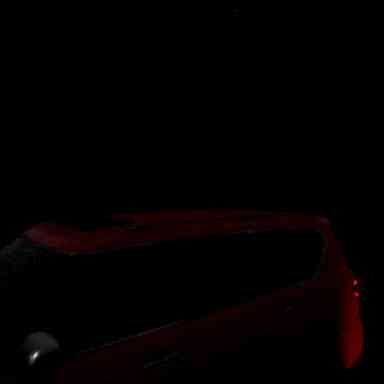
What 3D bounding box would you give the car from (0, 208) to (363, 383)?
[{"bbox_3d":[-0.705,1.223,2.932,5.566,2.045,2.150,0,0,-36],"label":"car"}]
